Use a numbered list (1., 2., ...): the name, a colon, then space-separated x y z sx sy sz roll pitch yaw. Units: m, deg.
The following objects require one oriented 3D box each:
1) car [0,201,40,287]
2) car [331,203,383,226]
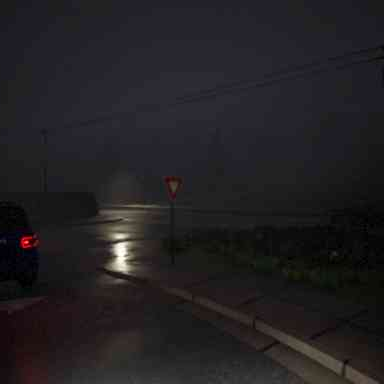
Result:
1. car: -5.675 1.265 8.693 2.150 2.045 5.566 -1 0 -38
2. car: 10.750 1.404 19.494 5.008 1.535 1.882 0 0 37
